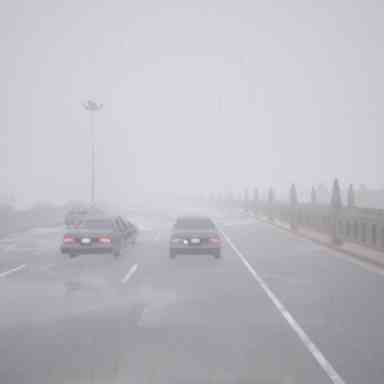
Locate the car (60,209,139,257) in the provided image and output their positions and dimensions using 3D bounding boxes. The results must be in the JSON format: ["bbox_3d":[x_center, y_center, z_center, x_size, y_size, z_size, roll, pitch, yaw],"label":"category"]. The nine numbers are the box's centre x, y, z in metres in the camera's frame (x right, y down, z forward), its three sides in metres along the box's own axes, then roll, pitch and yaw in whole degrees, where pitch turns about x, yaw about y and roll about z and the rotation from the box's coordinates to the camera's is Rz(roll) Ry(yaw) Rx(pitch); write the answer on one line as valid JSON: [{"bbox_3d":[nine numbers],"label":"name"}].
[{"bbox_3d":[-3.395,1.613,13.152,2.033,1.411,5.357,0,0,0],"label":"car"}]

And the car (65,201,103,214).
[{"bbox_3d":[-6.890,1.602,22.304,2.128,1.511,4.902,0,0,0],"label":"car"}]

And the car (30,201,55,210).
[{"bbox_3d":[-18.350,1.766,41.064,1.994,1.385,4.181,0,0,-7],"label":"car"}]

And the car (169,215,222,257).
[{"bbox_3d":[0.107,1.613,13.101,2.033,1.411,5.357,0,0,0],"label":"car"}]

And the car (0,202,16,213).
[{"bbox_3d":[-21.395,1.781,36.614,1.895,1.301,4.718,0,0,-4],"label":"car"}]

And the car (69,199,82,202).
[{"bbox_3d":[-15.060,1.703,42.966,2.128,1.511,4.902,0,0,-8],"label":"car"}]
